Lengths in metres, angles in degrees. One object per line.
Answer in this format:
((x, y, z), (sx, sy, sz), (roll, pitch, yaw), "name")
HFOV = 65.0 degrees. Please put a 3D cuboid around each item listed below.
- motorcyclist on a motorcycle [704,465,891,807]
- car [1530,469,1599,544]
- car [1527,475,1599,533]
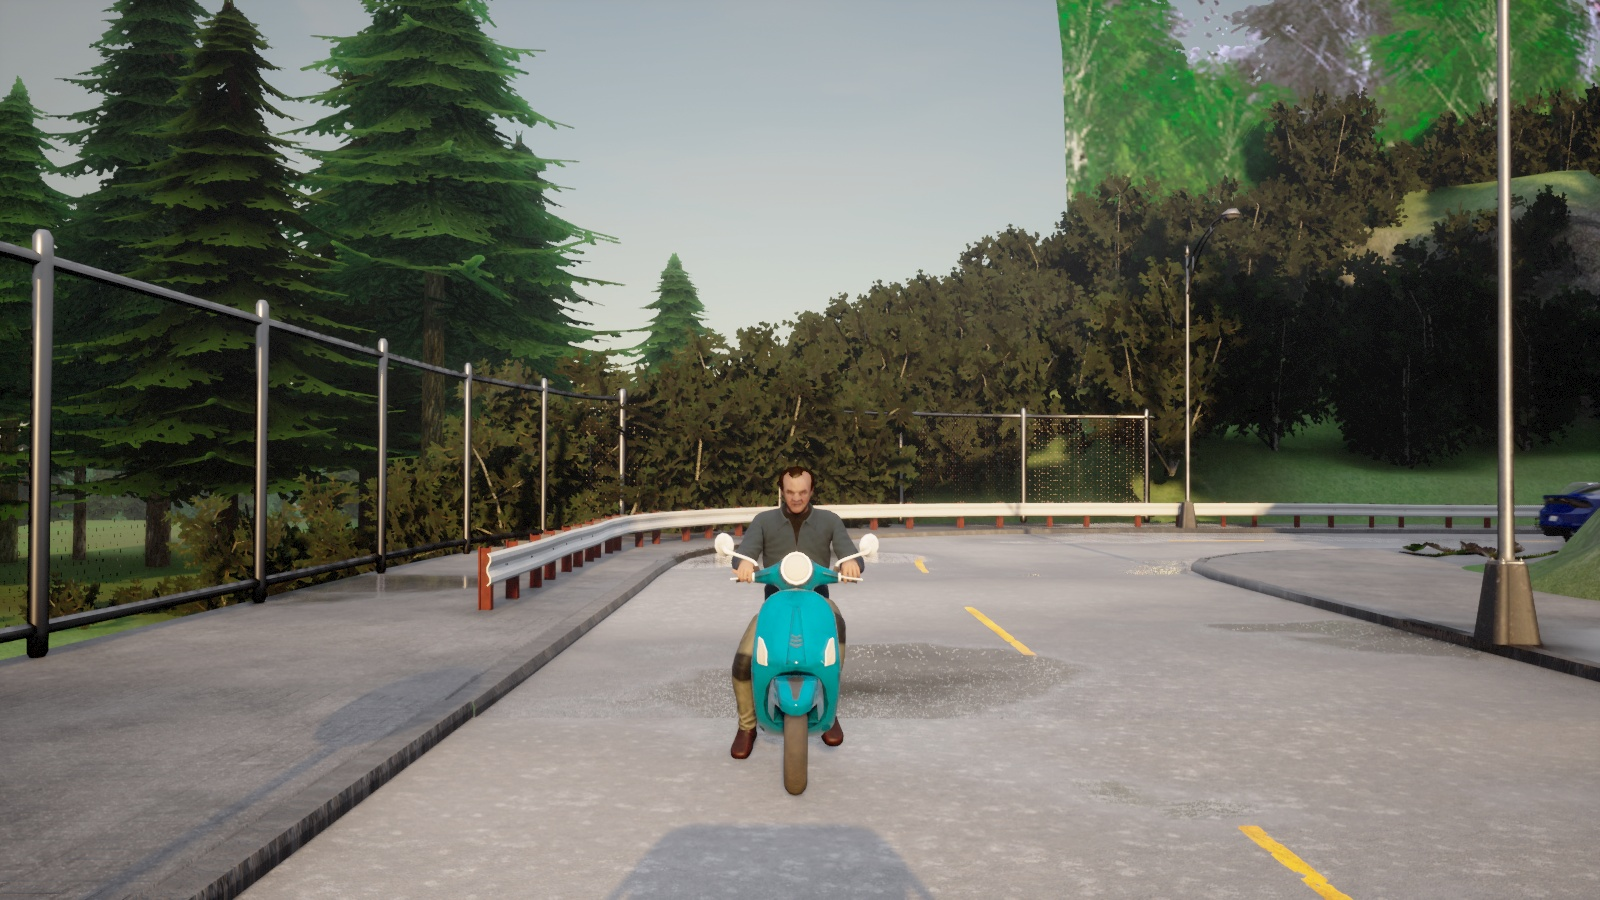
((-0.012, 0.881, 6.766), (0.866, 1.590, 1.817), (0, -1, 0), "motorcyclist on a motorcycle")
((18.548, 1.164, 26.636), (5.008, 1.535, 1.882), (0, -1, 0), "car")
((19.257, 1.305, 30.604), (2.207, 1.376, 1.481), (0, -1, 0), "car")
